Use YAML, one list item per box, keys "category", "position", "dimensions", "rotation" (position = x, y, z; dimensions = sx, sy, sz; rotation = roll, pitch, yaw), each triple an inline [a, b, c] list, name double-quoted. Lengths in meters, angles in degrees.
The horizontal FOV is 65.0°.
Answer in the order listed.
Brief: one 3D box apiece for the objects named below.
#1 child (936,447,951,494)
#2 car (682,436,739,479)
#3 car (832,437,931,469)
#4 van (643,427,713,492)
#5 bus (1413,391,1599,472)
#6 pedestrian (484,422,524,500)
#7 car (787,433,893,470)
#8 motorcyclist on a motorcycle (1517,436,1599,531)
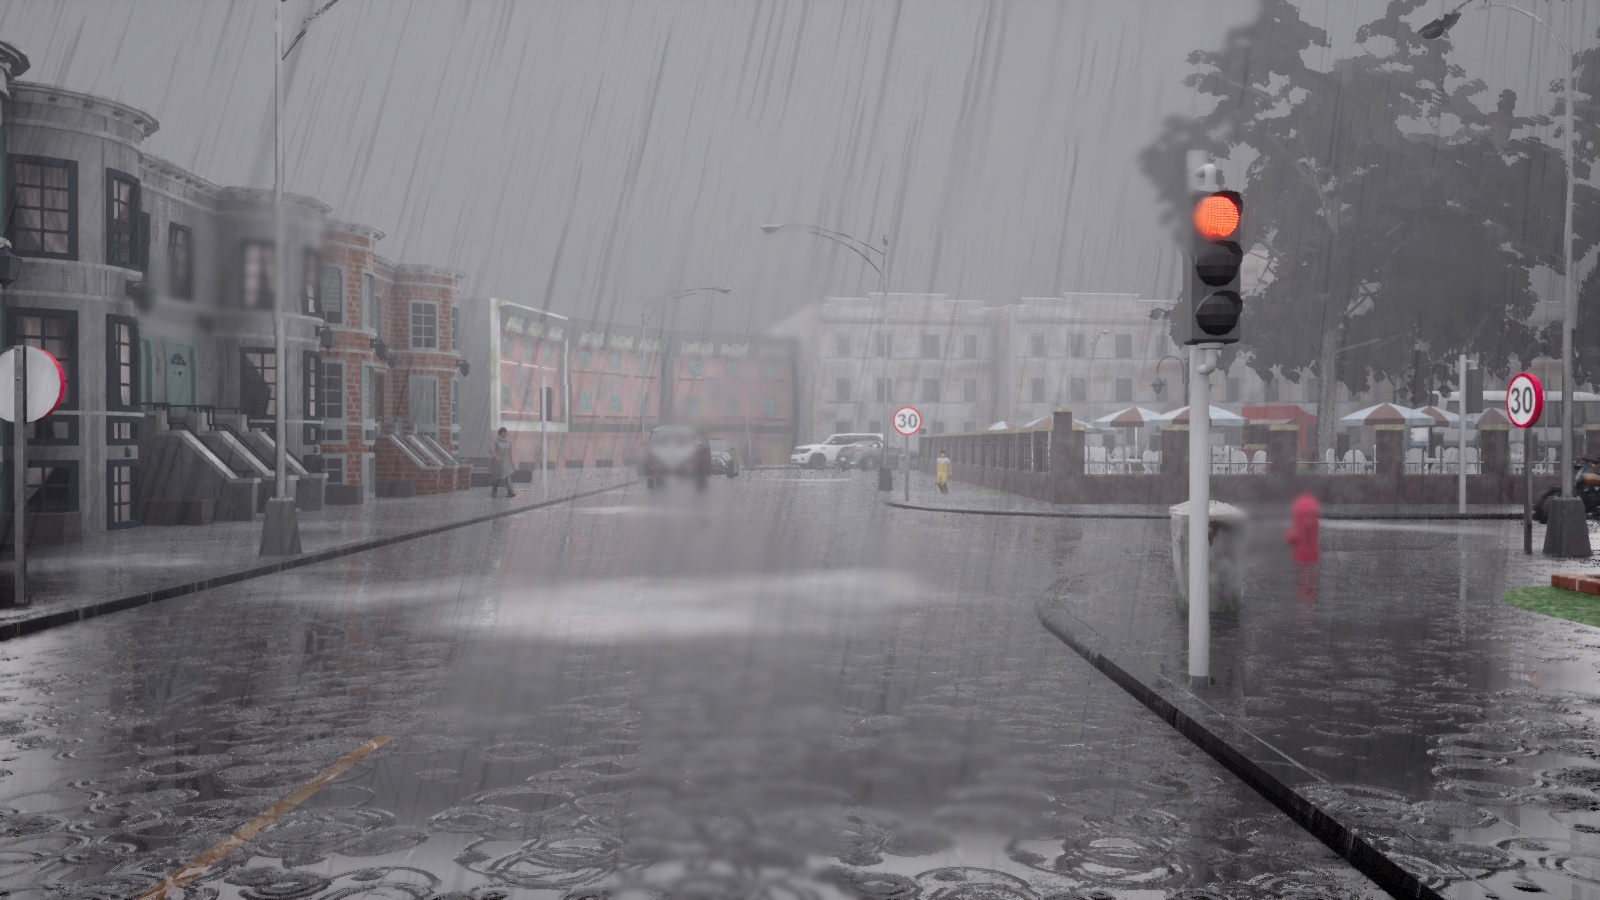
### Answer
- category: "child"
  position: [3.894, 0.547, 34.047]
  dimensions: [0.270, 1.263, 0.437]
  rotation: [0, 0, 23]
- category: "car"
  position: [-3.832, 0.295, 54.453]
  dimensions: [2.097, 1.767, 4.553]
  rotation: [0, 0, 1]
- category: "car"
  position: [4.345, 0.153, 66.900]
  dimensions: [5.027, 1.651, 2.152]
  rotation: [0, 0, -36]
- category: "van"
  position: [-3.858, 0.268, 40.407]
  dimensions: [1.775, 1.987, 4.442]
  rotation: [0, 0, 0]
- category: "bus"
  position: [39.074, -0.979, 67.496]
  dimensions: [10.273, 4.253, 3.944]
  rotation: [0, 0, 0]
- category: "pedestrian"
  position: [-7.466, 0.271, 31.680]
  dimensions: [0.659, 1.952, 0.873]
  rotation: [0, 0, -41]
- category: "car"
  position: [2.256, 0.071, 70.485]
  dimensions: [5.566, 2.045, 2.150]
  rotation: [0, 0, -18]
- category: "motorcyclist on a motorcycle"
  position: [14.134, 0.582, 22.307]
  dimensions: [2.350, 1.649, 0.766]
  rotation: [0, 0, 0]
